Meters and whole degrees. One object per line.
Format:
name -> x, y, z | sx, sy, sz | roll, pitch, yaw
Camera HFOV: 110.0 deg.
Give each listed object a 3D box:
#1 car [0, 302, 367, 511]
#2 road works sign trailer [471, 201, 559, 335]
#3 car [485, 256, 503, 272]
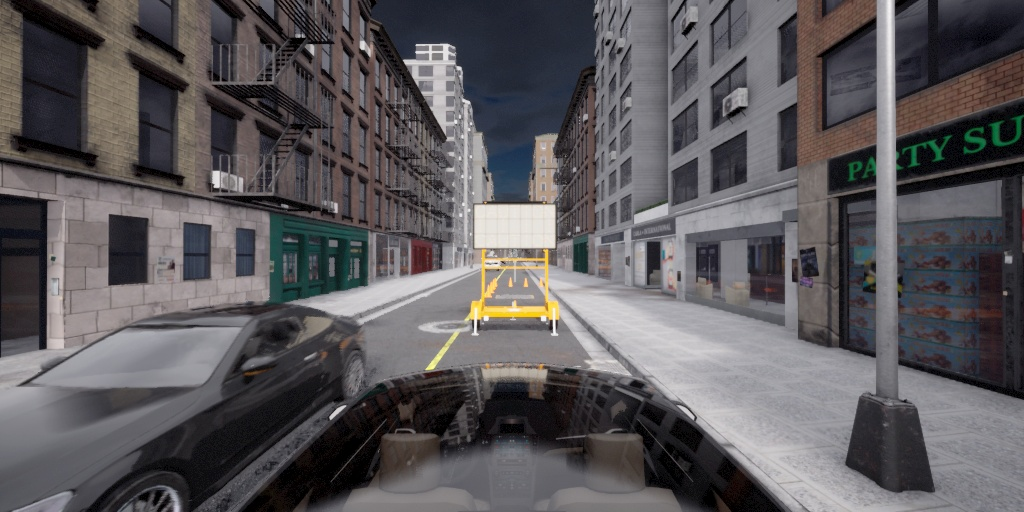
car -> -3.076, 1.276, 3.659 | 1.812, 1.442, 4.674 | 0, 0, 0
road works sign trailer -> 0.085, 0.214, 10.442 | 2.380, 3.560, 2.880 | 0, 0, 1
car -> -2.731, 0.956, 47.209 | 2.150, 2.045, 5.566 | 0, 0, 0
